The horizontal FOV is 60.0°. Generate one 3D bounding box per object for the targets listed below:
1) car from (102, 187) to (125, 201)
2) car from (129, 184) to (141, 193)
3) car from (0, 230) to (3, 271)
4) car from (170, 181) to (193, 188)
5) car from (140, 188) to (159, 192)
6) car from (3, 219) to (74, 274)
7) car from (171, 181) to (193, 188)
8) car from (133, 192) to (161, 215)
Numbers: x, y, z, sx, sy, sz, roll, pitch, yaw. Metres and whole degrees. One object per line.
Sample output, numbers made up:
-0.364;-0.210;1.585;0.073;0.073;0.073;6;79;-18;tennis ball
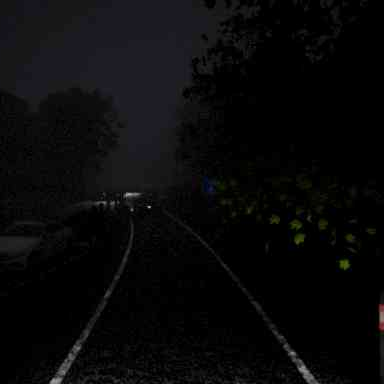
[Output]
-9.708;0.143;41.361;2.097;1.767;4.553;0;3;-2;car
-10.585;-0.699;61.827;2.128;1.511;4.902;0;3;-3;car
-5.842;1.674;5.461;2.097;1.535;5.008;-1;0;7;car
-2.563;-2.047;91.941;5.566;2.045;2.435;0;1;-24;car
-5.372;0.201;44.400;1.994;1.385;4.181;0;3;-3;car
-5.617;1.711;11.601;2.002;1.452;4.674;2;1;1;car
-2.838;-2.112;94.856;5.566;2.045;2.435;0;2;-24;car
-3.682;1.030;26.962;1.994;1.385;4.181;-1;2;-13;car
